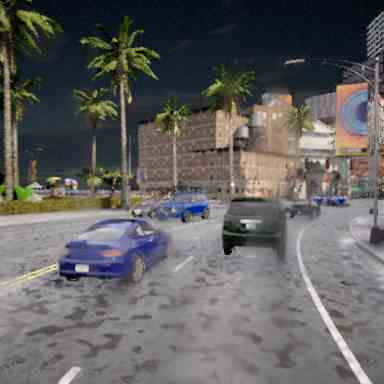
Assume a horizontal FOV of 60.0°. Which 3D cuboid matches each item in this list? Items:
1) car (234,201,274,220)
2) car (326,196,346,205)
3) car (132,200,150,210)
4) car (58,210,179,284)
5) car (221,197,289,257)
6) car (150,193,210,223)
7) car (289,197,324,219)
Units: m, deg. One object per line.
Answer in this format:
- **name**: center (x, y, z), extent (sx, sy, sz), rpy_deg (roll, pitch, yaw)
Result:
- **car**: center (5.397, 1.539, 28.454), extent (1.895, 1.301, 4.718), rpy_deg (1, 0, 29)
- **car**: center (24.779, 1.465, 57.259), extent (1.882, 1.535, 5.008), rpy_deg (1, 0, 44)
- **car**: center (-3.092, 1.365, 27.561), extent (2.128, 1.511, 4.902), rpy_deg (0, 0, 26)
- **car**: center (-1.902, 1.475, 9.430), extent (1.812, 1.442, 4.674), rpy_deg (0, 0, 12)
- **car**: center (2.631, 1.193, 13.206), extent (2.150, 2.045, 5.566), rpy_deg (0, 0, 16)
- **car**: center (-0.521, 1.125, 24.985), extent (2.150, 2.045, 5.566), rpy_deg (0, 0, 26)
- **car**: center (10.062, 1.477, 29.353), extent (1.837, 1.490, 4.892), rpy_deg (0, 0, 31)
